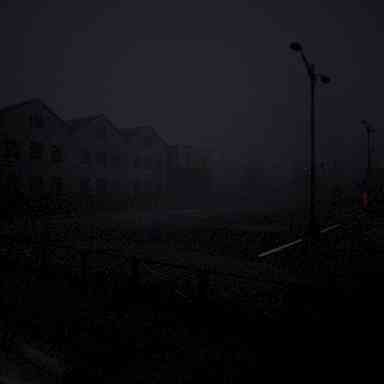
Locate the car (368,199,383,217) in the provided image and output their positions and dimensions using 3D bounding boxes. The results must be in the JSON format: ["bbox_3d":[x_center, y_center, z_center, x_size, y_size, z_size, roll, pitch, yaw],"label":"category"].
[{"bbox_3d":[15.481,1.298,26.779,2.007,1.523,4.514,0,0,35],"label":"car"}]
